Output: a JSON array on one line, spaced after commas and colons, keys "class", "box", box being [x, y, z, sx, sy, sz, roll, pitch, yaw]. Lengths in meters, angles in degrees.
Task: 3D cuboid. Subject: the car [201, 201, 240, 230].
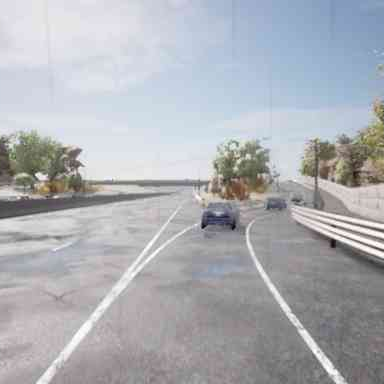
[{"class": "car", "box": [1.968, 1.348, 21.612, 2.097, 1.767, 4.553, 1, 0, 12]}]

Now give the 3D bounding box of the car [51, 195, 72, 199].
[{"class": "car", "box": [-21.054, 1.370, 54.560, 1.837, 1.490, 4.892, 0, 0, 1]}]

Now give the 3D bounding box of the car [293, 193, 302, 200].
[{"class": "car", "box": [26.299, 1.048, 82.902, 2.033, 1.411, 5.357, 0, 4, 19]}]

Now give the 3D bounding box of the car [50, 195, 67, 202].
[{"class": "car", "box": [-28.019, 1.392, 69.953, 1.994, 1.385, 4.181, 0, 0, 0]}]

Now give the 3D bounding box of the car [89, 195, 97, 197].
[{"class": "car", "box": [-21.019, 1.379, 70.705, 2.033, 1.411, 5.357, 0, 0, 0]}]

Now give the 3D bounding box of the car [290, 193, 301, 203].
[{"class": "car", "box": [22.818, 1.631, 73.456, 1.837, 1.490, 4.892, 0, 3, 20]}]

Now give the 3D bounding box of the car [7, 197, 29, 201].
[{"class": "car", "box": [-28.053, 1.431, 53.717, 1.994, 1.385, 4.181, 0, 0, 1]}]

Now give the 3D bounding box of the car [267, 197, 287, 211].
[{"class": "car", "box": [12.829, 1.790, 50.315, 2.150, 2.045, 5.566, 0, 0, 25]}]
